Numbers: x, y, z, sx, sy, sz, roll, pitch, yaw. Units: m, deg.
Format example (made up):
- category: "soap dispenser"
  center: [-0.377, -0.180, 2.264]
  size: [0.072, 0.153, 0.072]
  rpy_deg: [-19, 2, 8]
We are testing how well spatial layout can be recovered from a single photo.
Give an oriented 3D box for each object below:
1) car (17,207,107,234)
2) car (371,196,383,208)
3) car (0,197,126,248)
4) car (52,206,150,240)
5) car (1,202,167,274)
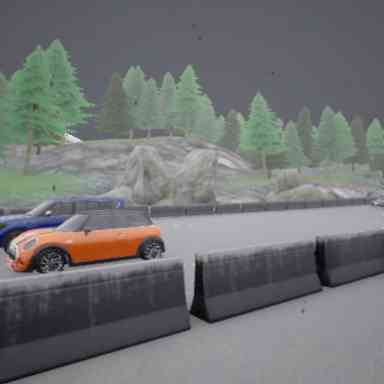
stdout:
- category: "car"
  center: [-7.739, 1.617, 19.962]
  size: [4.718, 1.301, 1.895]
  rpy_deg: [0, 0, -35]
- category: "car"
  center: [25.220, 1.289, 43.411]
  size: [4.902, 1.511, 2.128]
  rpy_deg: [-1, 1, -35]
- category: "car"
  center: [-5.096, 1.234, 13.251]
  size: [5.566, 2.045, 2.150]
  rpy_deg: [0, 0, -35]
- category: "car"
  center: [-4.774, 1.544, 17.761]
  size: [4.674, 1.442, 1.812]
  rpy_deg: [0, 0, -36]
- category: "car"
  center: [-3.132, 1.364, 10.353]
  size: [4.553, 1.767, 2.097]
  rpy_deg: [0, 0, -35]
